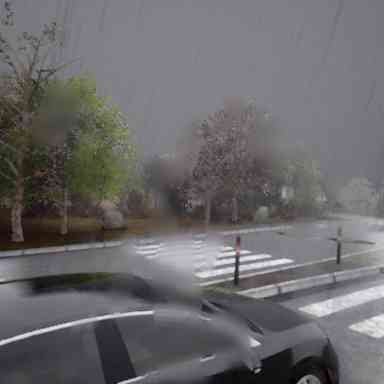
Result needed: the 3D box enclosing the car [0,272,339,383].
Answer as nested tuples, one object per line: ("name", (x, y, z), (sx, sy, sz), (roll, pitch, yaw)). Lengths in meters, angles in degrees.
("car", (-0.721, 1.505, 2.852), (4.892, 1.490, 1.837), (1, 0, -34))
